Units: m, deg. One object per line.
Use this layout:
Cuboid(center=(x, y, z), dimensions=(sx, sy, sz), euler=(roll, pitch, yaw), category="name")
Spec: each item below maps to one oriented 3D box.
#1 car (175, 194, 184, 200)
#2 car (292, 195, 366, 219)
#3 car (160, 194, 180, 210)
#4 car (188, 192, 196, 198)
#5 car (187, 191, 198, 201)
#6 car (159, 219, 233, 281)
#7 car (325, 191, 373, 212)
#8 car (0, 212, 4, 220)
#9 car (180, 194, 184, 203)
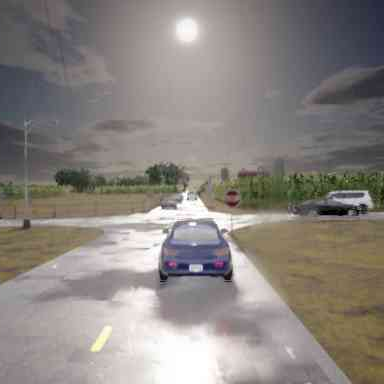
Cuboid(center=(-2.744, 1.140, 74.726), dimensions=(1.895, 1.301, 4.718), euler=(0, 1, 0), category="car")
Cuboid(center=(10.374, 1.225, 25.840), dimensions=(5.008, 1.535, 1.882), euler=(-1, -1, -3), category="car")
Cuboid(center=(-2.818, 1.370, 41.771), dimensions=(1.837, 1.490, 4.892), euler=(0, 1, -1), category="car")
Cuboid(center=(0.007, 0.797, 83.480), dimensions=(1.812, 1.442, 4.674), euler=(0, 1, 0), category="car")
Cuboid(center=(0.007, 0.791, 73.089), dimensions=(2.150, 2.045, 5.566), euler=(0, 1, 0), category="car")
Cuboid(center=(0.092, 1.523, 9.709), dimensions=(1.812, 1.442, 4.674), euler=(0, 0, 0), category="car")
Cuboid(center=(12.589, 0.923, 28.696), dimensions=(5.566, 2.045, 2.150), euler=(-1, 0, 0), category="car")
Cuboid(center=(-17.247, 1.874, 25.597), dimensions=(4.718, 1.301, 1.895), euler=(-1, 0, 0), category="car")
Cuboid(center=(-2.796, 1.196, 59.635), dimensions=(1.882, 1.535, 5.008), euler=(0, 0, 1), category="car")
